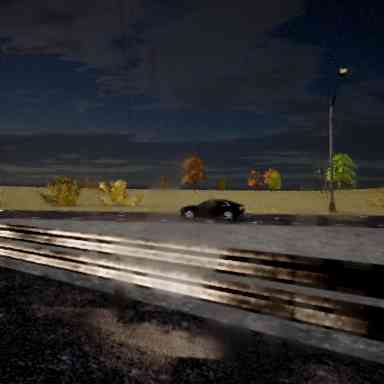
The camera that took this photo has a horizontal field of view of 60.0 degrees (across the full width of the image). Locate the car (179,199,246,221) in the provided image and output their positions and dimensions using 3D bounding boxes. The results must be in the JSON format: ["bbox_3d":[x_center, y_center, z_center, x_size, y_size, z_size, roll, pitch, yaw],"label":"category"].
[{"bbox_3d":[1.474,1.280,24.598,4.892,1.490,1.837,0,0,16],"label":"car"}]
